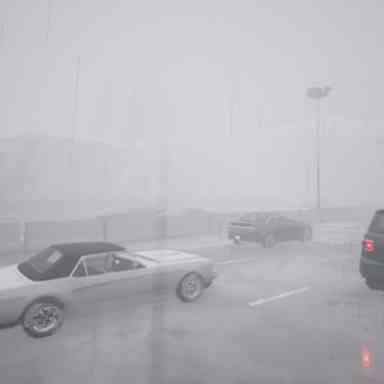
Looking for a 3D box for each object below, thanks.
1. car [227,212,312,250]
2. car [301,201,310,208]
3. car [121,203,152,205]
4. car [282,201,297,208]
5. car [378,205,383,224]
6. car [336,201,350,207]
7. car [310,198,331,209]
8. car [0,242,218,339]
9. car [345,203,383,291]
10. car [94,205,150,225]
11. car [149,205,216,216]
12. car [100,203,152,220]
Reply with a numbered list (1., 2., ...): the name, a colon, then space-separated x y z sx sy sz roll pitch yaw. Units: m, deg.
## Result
1. car: 3.760 1.703 15.549 4.902 1.511 2.128 1 -1 -40
2. car: 22.426 2.414 64.340 1.994 1.385 4.181 0 -1 32
3. car: -4.754 1.888 31.645 5.008 1.535 1.882 1 -1 -42
4. car: 19.329 2.476 65.971 1.895 1.301 4.718 0 -1 31
5. car: 17.827 1.911 28.855 1.837 1.490 4.892 1 0 43
6. car: 26.033 2.263 56.851 1.882 1.535 5.008 0 -1 33
7. car: 23.000 2.039 58.542 2.150 2.045 5.566 0 0 33
8. car: -1.760 1.690 6.777 4.718 1.301 1.895 1 -1 -36
9. car: 6.269 1.343 8.303 5.566 2.045 2.150 0 0 -40
10. car: -5.334 1.943 26.509 4.718 1.301 1.895 1 -1 -40
11. car: -0.356 1.892 26.158 5.357 1.411 2.033 1 -1 -41
12. car: -6.789 1.938 34.516 4.902 1.511 2.128 1 -1 -42
